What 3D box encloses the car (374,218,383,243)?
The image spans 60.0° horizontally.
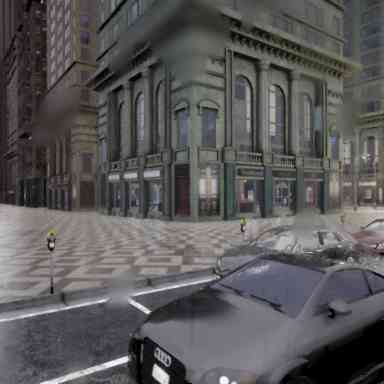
[{"bbox_3d":[7.000,1.582,11.620,4.206,1.307,1.802,0,0,-35],"label":"car"}]

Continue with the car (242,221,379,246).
[{"bbox_3d":[2.588,1.551,8.484,4.403,1.369,2.008,0,0,-35],"label":"car"}]

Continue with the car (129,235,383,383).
[{"bbox_3d":[1.327,1.564,4.318,4.181,1.385,1.994,0,0,-35],"label":"car"}]
